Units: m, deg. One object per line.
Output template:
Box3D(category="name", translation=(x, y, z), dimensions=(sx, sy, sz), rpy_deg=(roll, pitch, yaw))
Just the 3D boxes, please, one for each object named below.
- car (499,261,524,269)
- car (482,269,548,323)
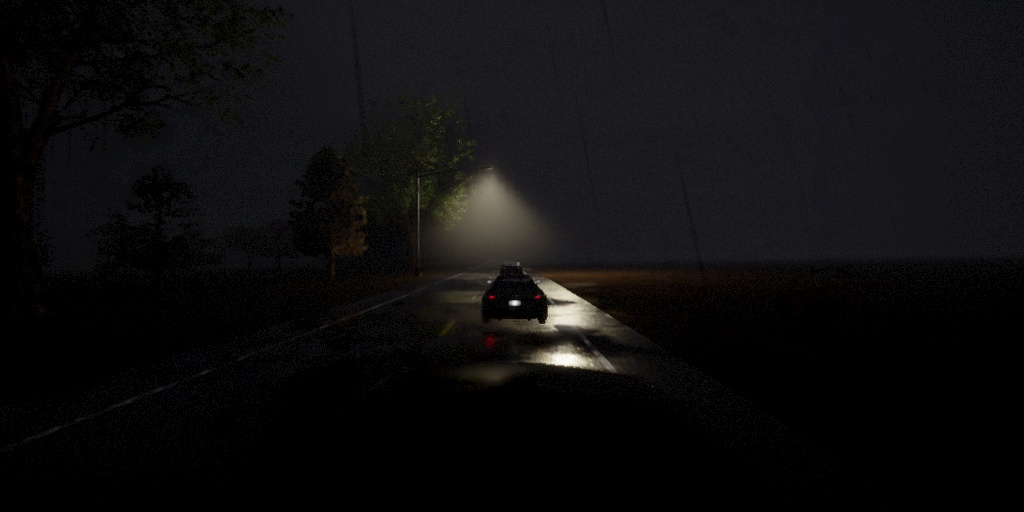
Box3D(category="car", translation=(-0.055, 1.193, 30.365), dimensions=(2.128, 1.511, 4.902), rpy_deg=(0, 0, -1))
Box3D(category="car", translation=(0.073, 1.294, 12.118), dimensions=(1.994, 1.385, 4.181), rpy_deg=(0, 0, 0))
